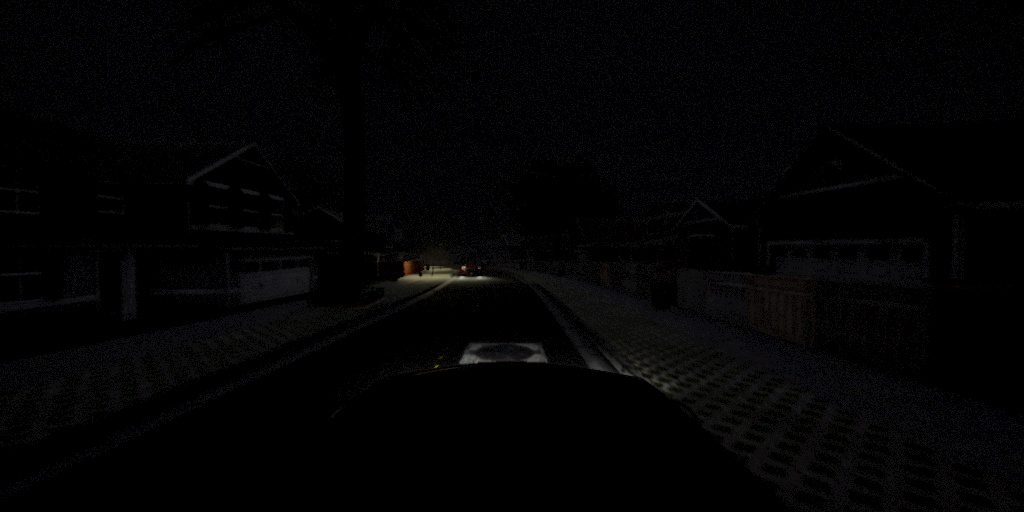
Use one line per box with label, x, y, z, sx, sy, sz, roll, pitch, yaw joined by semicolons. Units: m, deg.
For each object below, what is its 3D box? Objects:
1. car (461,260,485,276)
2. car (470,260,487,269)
car;-4.291;1.174;37.738;2.097;1.767;4.553;0;0;-7
car;-5.777;1.464;60.949;2.033;1.411;5.357;0;0;-14
